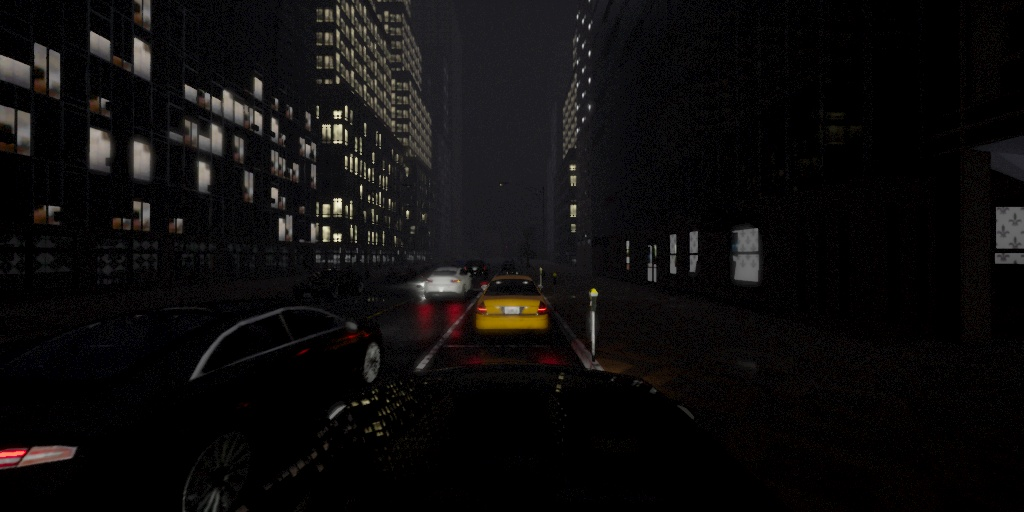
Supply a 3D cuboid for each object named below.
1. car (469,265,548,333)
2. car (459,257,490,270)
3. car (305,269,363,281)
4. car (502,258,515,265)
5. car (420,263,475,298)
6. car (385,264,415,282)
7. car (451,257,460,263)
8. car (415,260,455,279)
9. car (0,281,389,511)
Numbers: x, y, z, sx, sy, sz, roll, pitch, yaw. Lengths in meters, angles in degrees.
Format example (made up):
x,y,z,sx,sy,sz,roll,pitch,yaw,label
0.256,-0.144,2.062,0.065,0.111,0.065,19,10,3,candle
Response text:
x,y,z,sx,sy,sz,roll,pitch,yaw,label
0.004,1.206,10.689,1.801,1.575,5.366,0,0,0,car
-3.056,1.093,31.619,2.097,1.767,4.553,0,0,0,car
-8.836,1.313,17.650,1.948,1.339,4.313,0,0,0,car
-0.455,1.298,46.099,1.948,1.339,4.313,0,0,0,car
-3.148,1.273,18.253,1.812,1.442,4.674,0,0,0,car
-8.835,1.325,29.033,1.802,1.307,4.207,0,0,0,car
-8.836,1.273,51.803,1.888,1.381,4.507,0,0,0,car
-6.244,1.306,29.691,1.994,1.385,4.181,0,0,0,car
-3.051,1.240,4.045,2.128,1.511,4.902,0,0,0,car
